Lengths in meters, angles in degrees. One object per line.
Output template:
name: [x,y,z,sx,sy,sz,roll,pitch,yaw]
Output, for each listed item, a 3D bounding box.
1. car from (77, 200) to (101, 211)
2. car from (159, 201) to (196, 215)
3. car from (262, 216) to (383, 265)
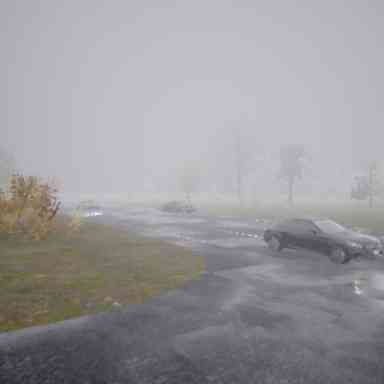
car: [-12.490,1.636,40.160,1.994,1.385,4.181,0,0,-32]
car: [-1.665,1.646,36.075,2.033,1.411,5.357,0,0,-32]
car: [4.725,1.685,12.715,1.812,1.442,4.674,0,0,-32]
